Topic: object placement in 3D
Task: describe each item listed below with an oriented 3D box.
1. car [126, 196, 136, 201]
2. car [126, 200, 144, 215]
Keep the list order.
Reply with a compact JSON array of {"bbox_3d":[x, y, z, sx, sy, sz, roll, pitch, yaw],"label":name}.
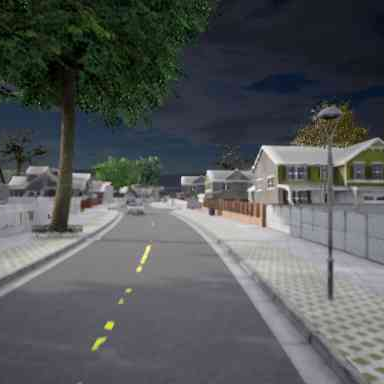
[{"bbox_3d":[-14.911,1.989,81.475,2.150,2.045,5.566,0,-1,-7],"label":"car"},{"bbox_3d":[-6.509,1.932,38.355,1.895,1.301,4.718,1,-1,-10],"label":"car"}]
